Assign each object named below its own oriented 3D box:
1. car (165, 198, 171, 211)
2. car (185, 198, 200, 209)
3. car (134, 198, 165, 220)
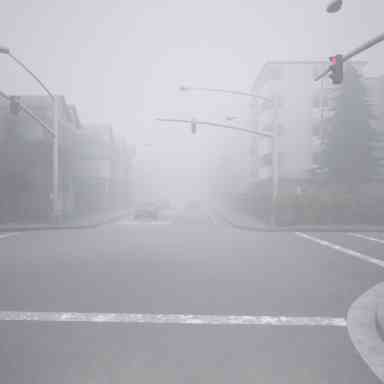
[{"bbox_3d":[-3.578,1.506,40.875,1.837,1.490,4.892,0,0,1],"label":"car"},{"bbox_3d":[0.103,1.527,45.603,1.812,1.442,4.674,0,-1,0],"label":"car"},{"bbox_3d":[-3.607,1.505,27.908,1.837,1.490,4.892,0,0,1],"label":"car"}]
